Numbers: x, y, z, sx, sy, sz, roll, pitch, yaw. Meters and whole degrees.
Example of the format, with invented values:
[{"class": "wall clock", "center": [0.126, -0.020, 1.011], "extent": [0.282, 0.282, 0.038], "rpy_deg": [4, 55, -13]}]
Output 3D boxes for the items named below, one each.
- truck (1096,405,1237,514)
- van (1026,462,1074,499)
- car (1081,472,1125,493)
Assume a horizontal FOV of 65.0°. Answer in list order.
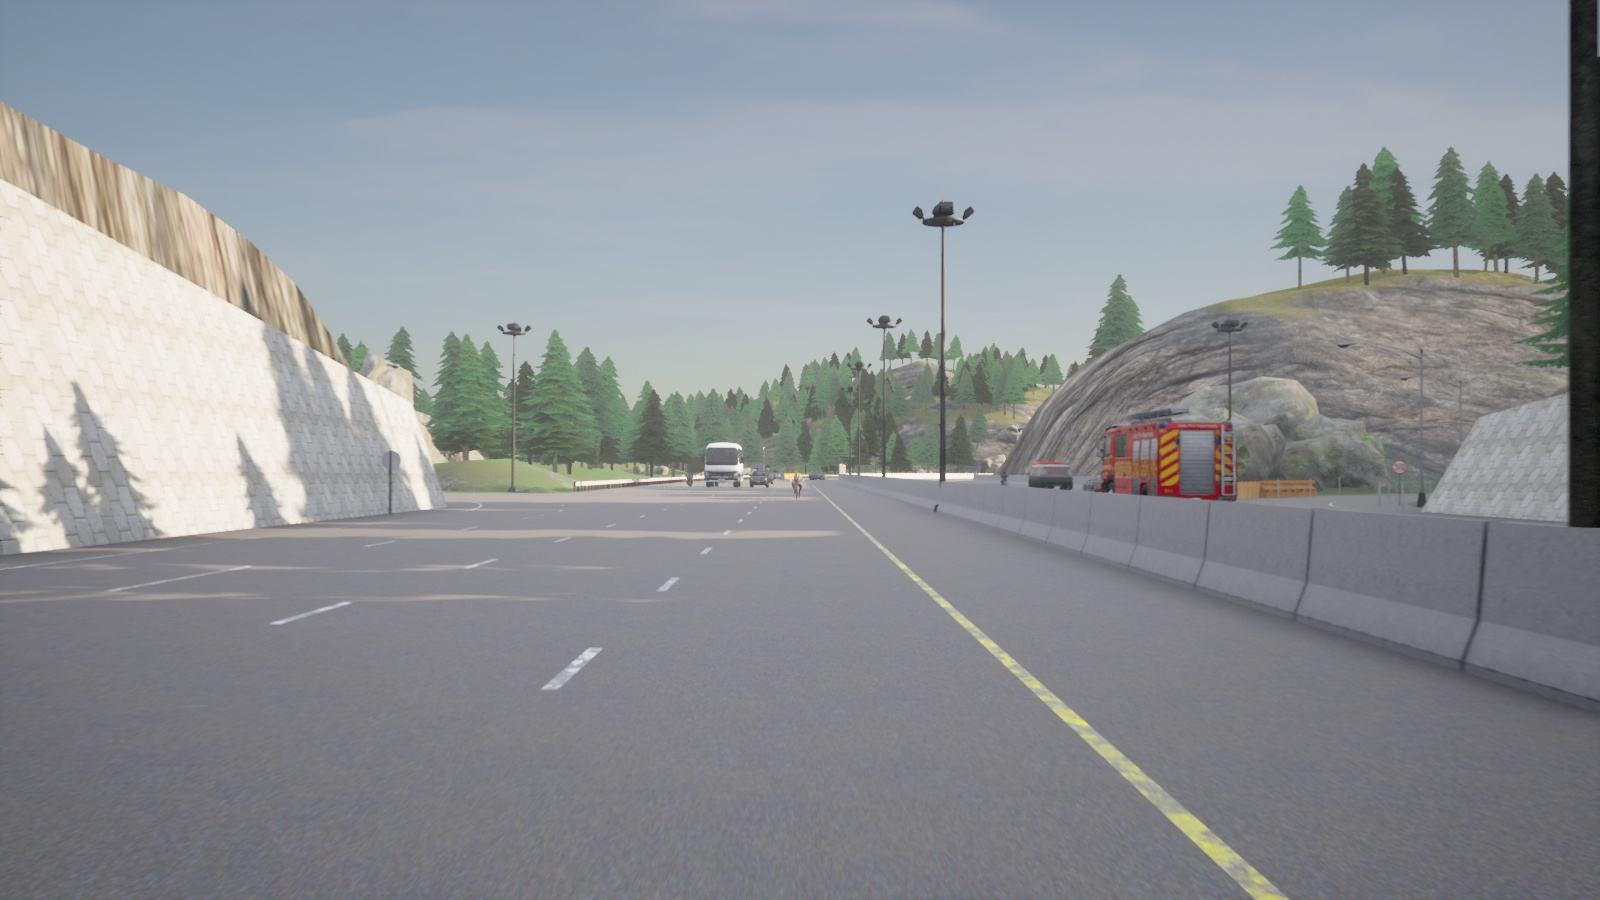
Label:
[{"class": "truck", "center": [13.878, 0.404, 48.387], "extent": [2.891, 3.827, 8.468], "rpy_deg": [0, -1, 0]}, {"class": "van", "center": [13.830, 1.679, 69.661], "extent": [1.775, 1.987, 4.442], "rpy_deg": [0, -1, 0]}, {"class": "car", "center": [20.791, 2.242, 86.402], "extent": [1.994, 1.385, 4.181], "rpy_deg": [0, -1, 0]}]
